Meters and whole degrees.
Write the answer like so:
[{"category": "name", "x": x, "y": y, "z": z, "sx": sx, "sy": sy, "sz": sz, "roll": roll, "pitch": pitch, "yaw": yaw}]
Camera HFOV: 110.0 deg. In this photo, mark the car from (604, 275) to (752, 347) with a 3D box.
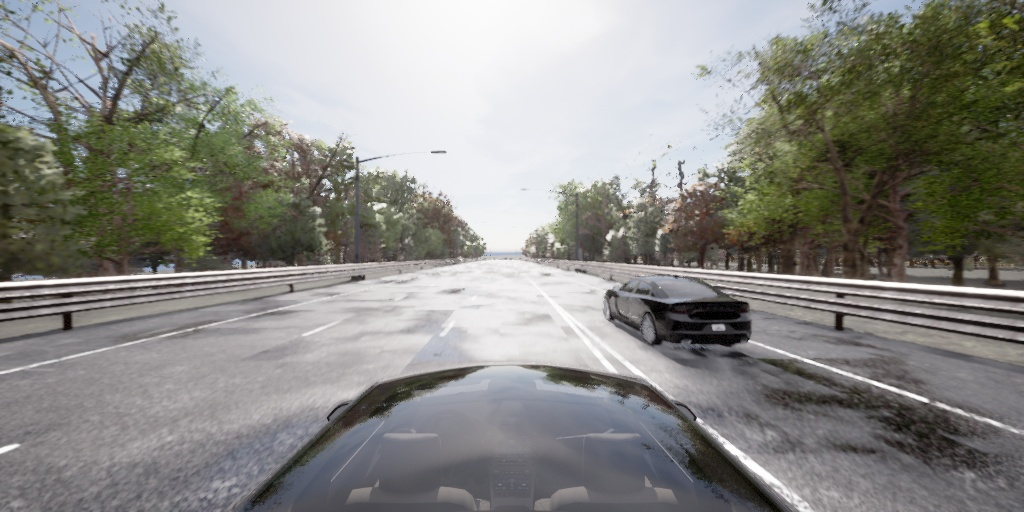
[{"category": "car", "x": 3.885, "y": 1.233, "z": 9.389, "sx": 1.882, "sy": 1.535, "sz": 5.008, "roll": 0, "pitch": 0, "yaw": -2}]
